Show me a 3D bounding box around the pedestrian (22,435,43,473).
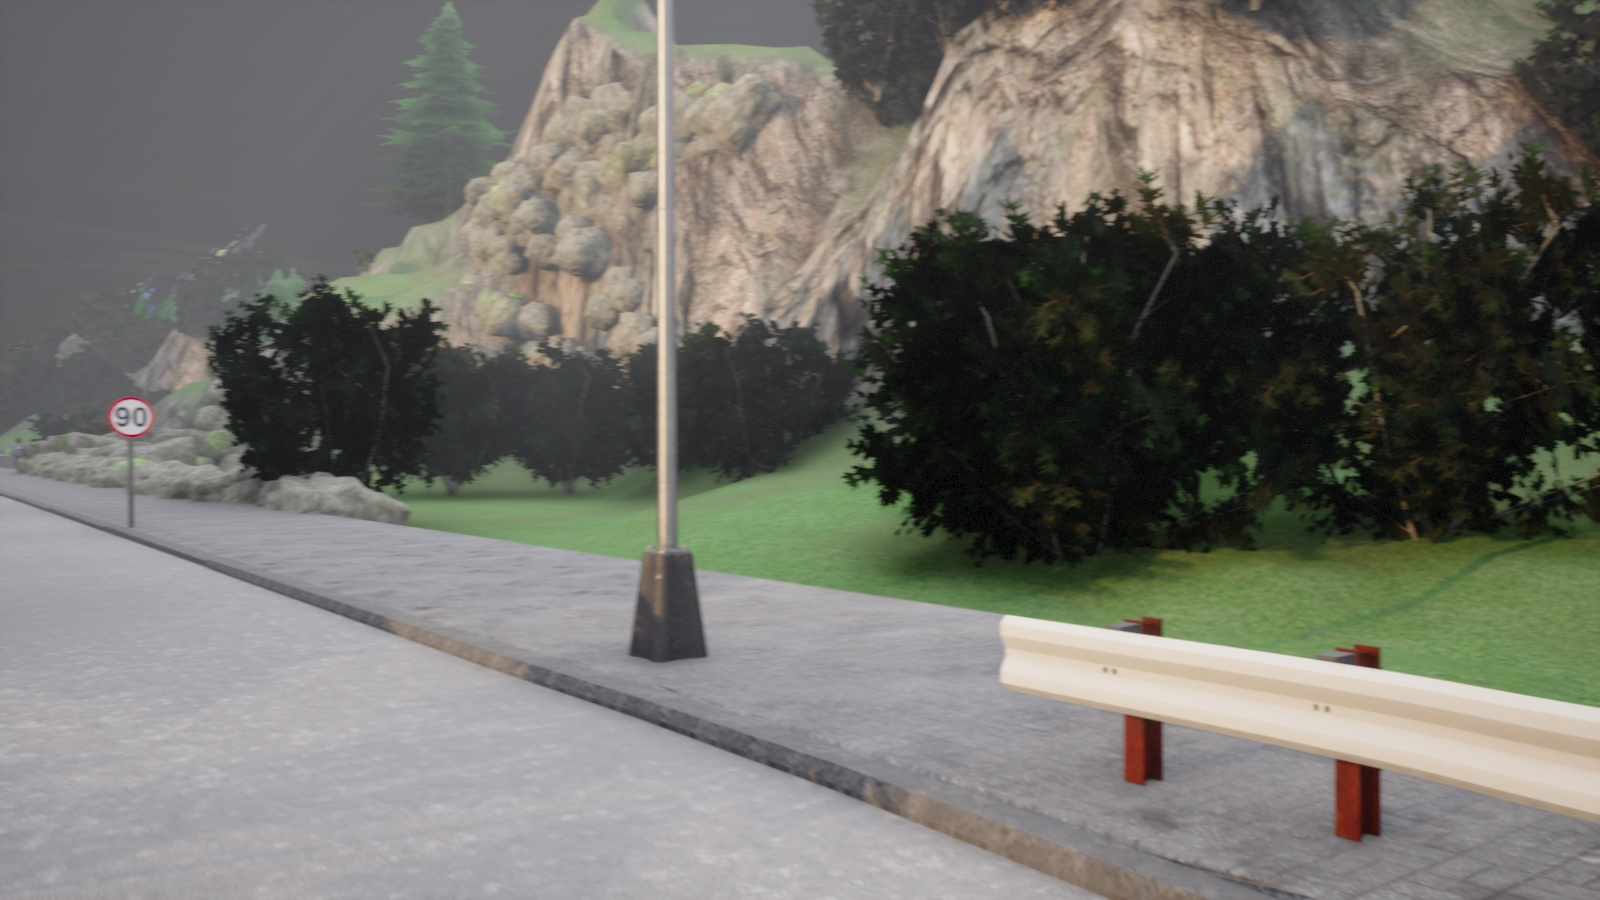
[{"bbox_3d":[-37.852,0.195,61.917,0.874,1.855,0.900,0,0,-32],"label":"pedestrian"}]
